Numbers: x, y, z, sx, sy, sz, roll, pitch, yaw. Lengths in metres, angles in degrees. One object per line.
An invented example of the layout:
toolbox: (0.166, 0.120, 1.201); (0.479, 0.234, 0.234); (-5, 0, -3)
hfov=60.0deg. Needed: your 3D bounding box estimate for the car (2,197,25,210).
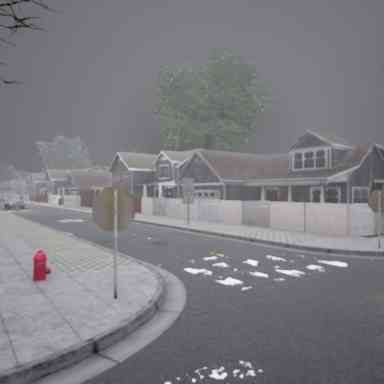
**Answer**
car: (-23.218, 1.571, 43.593); (1.812, 1.442, 4.674); (0, 0, -35)
